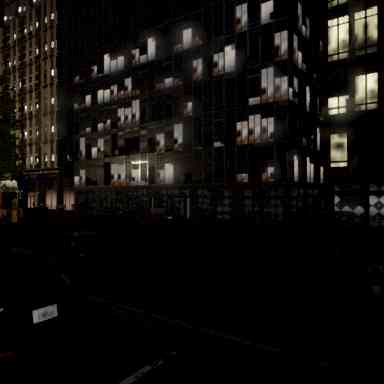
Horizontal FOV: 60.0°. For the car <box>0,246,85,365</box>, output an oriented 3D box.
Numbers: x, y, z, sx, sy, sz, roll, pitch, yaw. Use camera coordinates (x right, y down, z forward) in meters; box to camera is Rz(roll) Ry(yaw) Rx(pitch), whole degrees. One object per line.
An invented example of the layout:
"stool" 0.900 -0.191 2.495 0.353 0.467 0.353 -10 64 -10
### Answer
"car" -3.538 1.566 5.395 4.313 1.339 1.947 0 0 35
